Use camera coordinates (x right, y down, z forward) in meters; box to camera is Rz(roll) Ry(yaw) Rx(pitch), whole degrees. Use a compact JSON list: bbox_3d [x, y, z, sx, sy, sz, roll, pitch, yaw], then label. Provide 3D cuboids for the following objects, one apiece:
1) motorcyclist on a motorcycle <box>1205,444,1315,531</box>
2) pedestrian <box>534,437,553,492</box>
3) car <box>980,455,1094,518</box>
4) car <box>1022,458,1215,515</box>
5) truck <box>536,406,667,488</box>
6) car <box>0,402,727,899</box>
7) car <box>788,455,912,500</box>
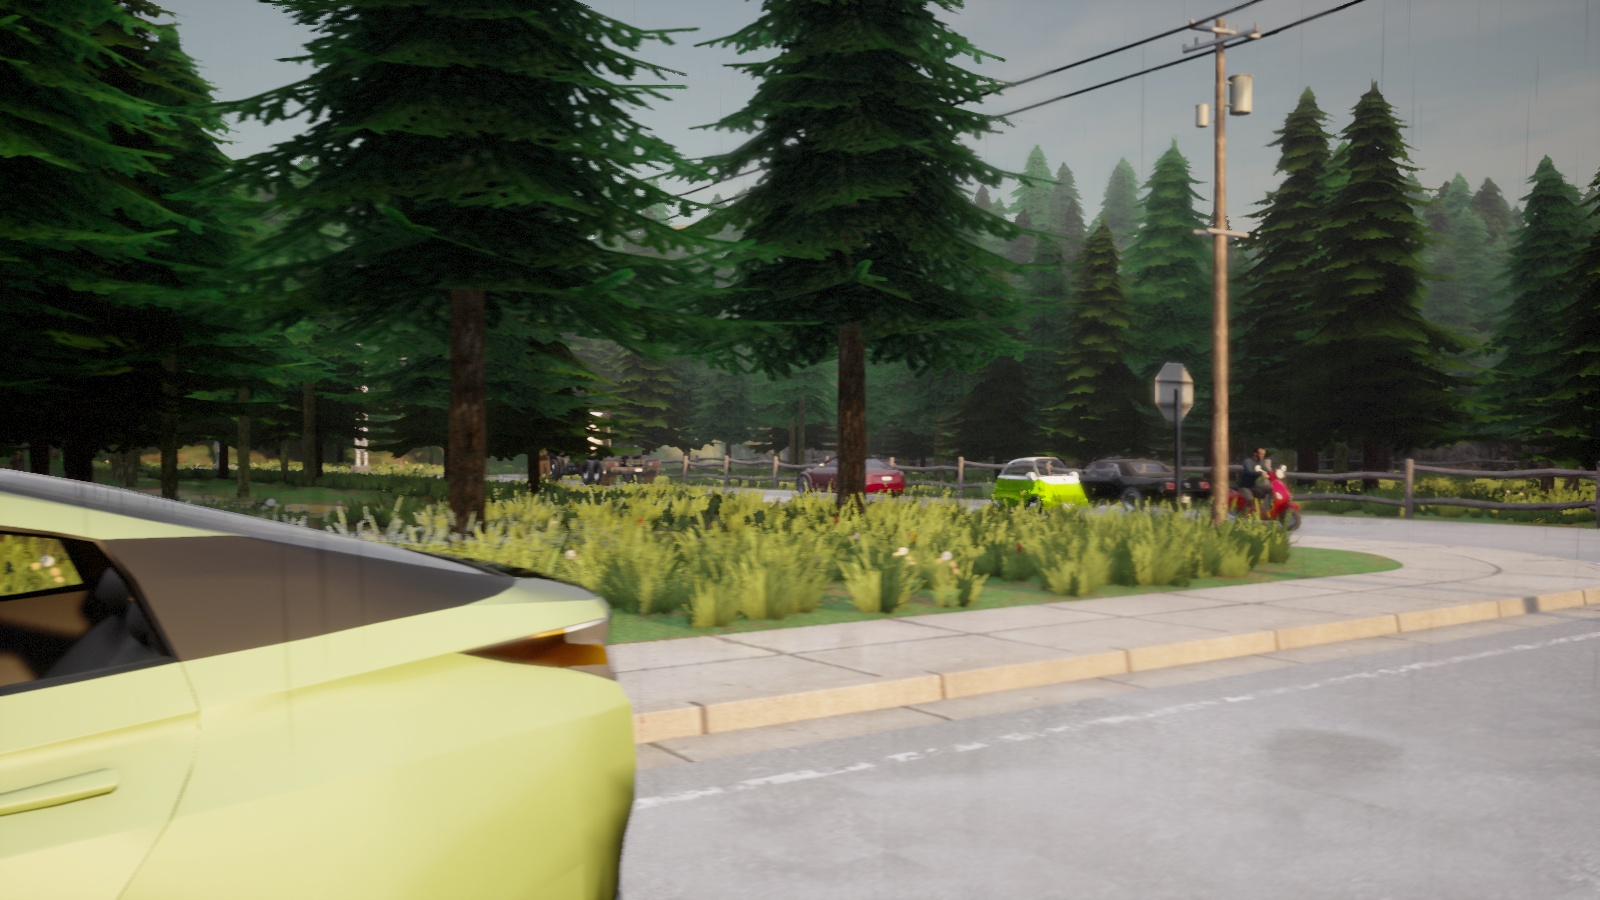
[{"bbox_3d":[8.750,0.693,23.949,0.866,1.590,1.817,0,0,-31],"label":"motorcyclist on a motorcycle"},{"bbox_3d":[-8.986,0.498,43.940,0.395,1.930,0.692,0,0,-35],"label":"pedestrian"},{"bbox_3d":[5.473,0.815,29.113,1.481,1.376,2.207,0,0,-32],"label":"car"},{"bbox_3d":[7.945,0.859,31.758,1.895,1.301,4.718,0,0,-32],"label":"car"},{"bbox_3d":[-9.230,-0.116,57.605,2.891,3.462,7.936,0,0,-34],"label":"truck"},{"bbox_3d":[-2.563,0.702,1.875,4.514,1.525,2.007,0,0,-35],"label":"car"},{"bbox_3d":[1.582,0.867,41.382,1.994,1.385,4.181,0,0,-34],"label":"car"}]
